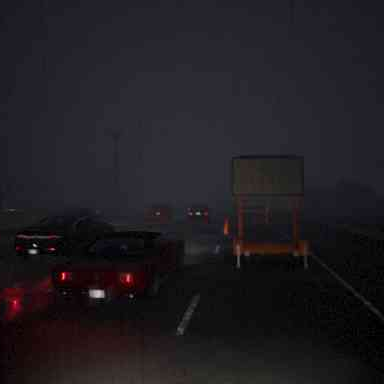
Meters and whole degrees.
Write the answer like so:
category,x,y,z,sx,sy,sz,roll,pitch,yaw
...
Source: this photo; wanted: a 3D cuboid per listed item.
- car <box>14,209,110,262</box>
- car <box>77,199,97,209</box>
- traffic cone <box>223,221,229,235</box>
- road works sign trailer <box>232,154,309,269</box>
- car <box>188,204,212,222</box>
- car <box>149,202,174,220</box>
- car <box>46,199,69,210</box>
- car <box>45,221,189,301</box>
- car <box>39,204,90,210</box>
category,x,y,z,sx,sy,sz,roll,pitch,yaw
car,-4.421,1.594,12.419,2.128,1.511,4.902,0,0,8
car,-17.632,1.941,56.049,2.128,1.511,4.902,0,-1,-6
traffic cone,1.897,2.071,18.595,0.340,0.580,0.340,0,0,7
road works sign trailer,2.576,0.530,11.482,2.380,3.560,2.880,0,0,7
car,0.637,1.730,27.942,2.033,1.411,5.357,0,0,3
car,-2.758,1.694,30.774,1.882,1.535,5.008,0,0,3
car,-20.768,1.911,51.709,1.882,1.535,5.008,0,0,-5
car,-1.451,1.664,8.547,1.895,1.301,4.718,0,0,9
car,-6.998,1.644,20.481,1.882,1.535,5.008,0,0,6
